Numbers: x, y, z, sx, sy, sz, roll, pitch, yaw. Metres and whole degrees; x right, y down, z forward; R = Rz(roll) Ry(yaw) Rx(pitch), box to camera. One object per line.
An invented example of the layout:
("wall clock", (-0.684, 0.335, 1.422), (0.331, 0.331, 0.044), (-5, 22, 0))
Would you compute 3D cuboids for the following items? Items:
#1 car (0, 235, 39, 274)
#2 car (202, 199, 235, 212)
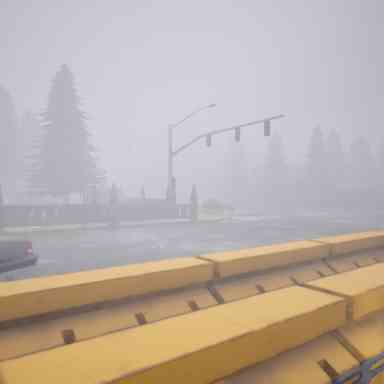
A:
("car", (-6.618, 1.547, 7.865), (5.357, 1.411, 2.033), (0, 0, -36))
("car", (3.052, 1.526, 39.655), (1.812, 1.442, 4.674), (0, 0, -35))
